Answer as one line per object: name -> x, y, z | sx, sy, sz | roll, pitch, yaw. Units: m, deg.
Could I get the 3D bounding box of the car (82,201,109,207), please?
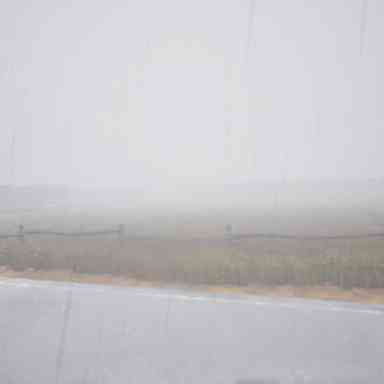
car -> -13.679, 1.991, 47.450 | 2.128, 1.511, 4.902 | -2, 0, 18

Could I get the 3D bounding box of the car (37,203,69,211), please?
car -> -18.182, 2.172, 43.844 | 1.812, 1.442, 4.674 | -2, 0, 19
